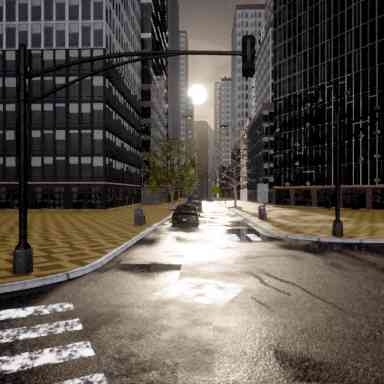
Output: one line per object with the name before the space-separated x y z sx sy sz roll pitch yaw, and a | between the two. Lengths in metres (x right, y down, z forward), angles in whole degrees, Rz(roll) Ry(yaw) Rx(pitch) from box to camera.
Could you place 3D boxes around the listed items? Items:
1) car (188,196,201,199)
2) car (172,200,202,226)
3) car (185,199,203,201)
car | 0.328 1.554 46.274 2.150 2.045 5.566 0 0 2
car | -0.427 1.654 25.409 1.882 1.535 5.008 0 0 2
car | -0.056 1.777 35.621 1.812 1.442 4.674 0 0 2
